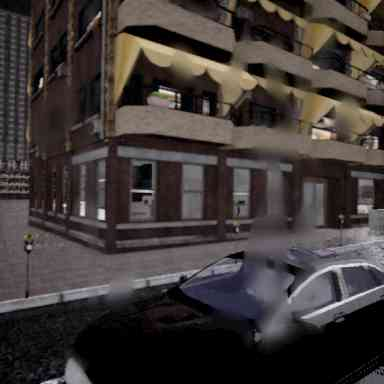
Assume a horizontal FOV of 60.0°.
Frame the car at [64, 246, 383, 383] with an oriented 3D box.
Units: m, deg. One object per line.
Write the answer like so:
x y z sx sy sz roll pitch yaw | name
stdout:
1.025 1.510 4.107 4.902 1.511 2.128 0 0 -35 | car
